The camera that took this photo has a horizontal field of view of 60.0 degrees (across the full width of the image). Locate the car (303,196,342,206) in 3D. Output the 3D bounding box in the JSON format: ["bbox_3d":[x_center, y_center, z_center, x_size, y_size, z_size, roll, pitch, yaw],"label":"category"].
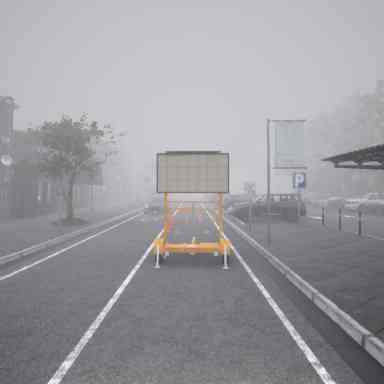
[{"bbox_3d":[18.769,1.281,48.007,4.792,1.488,2.163,0,1,0],"label":"car"}]

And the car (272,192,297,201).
[{"bbox_3d":[18.727,0.888,67.436,4.553,1.767,2.185,0,1,0],"label":"car"}]

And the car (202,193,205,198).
[{"bbox_3d":[5.576,0.696,72.556,5.566,2.045,2.435,0,1,0],"label":"car"}]

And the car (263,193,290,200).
[{"bbox_3d":[18.498,0.940,72.986,5.366,1.575,1.946,0,1,0],"label":"car"}]

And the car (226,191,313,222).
[{"bbox_3d":[5.685,1.142,24.894,5.566,2.045,2.435,0,0,0],"label":"car"}]

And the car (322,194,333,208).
[{"bbox_3d":[18.754,1.317,39.675,5.008,1.535,2.097,0,0,0],"label":"car"}]

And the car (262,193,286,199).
[{"bbox_3d":[18.682,0.908,75.763,4.892,1.521,2.231,0,1,0],"label":"car"}]

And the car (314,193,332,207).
[{"bbox_3d":[18.938,1.296,42.452,5.366,1.575,1.946,0,0,0],"label":"car"}]

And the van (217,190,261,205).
[{"bbox_3d":[5.565,1.096,38.914,4.442,1.987,1.878,0,0,0],"label":"van"}]

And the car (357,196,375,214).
[{"bbox_3d":[18.783,1.362,31.347,5.008,1.535,2.097,0,0,0],"label":"car"}]

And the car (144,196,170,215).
[{"bbox_3d":[-3.278,1.216,31.769,2.097,1.767,4.553,0,0,0],"label":"car"}]

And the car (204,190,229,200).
[{"bbox_3d":[5.570,0.659,75.359,5.566,2.045,2.435,0,1,0],"label":"car"}]

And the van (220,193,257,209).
[{"bbox_3d":[5.791,1.077,41.716,4.442,1.987,1.878,0,0,0],"label":"van"}]

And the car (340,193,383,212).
[{"bbox_3d":[18.743,1.097,34.121,5.566,2.045,2.435,0,0,0],"label":"car"}]

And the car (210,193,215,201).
[{"bbox_3d":[5.662,1.230,50.131,4.892,1.521,2.231,0,1,0],"label":"car"}]

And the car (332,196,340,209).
[{"bbox_3d":[18.760,1.335,36.897,4.892,1.521,2.231,0,0,0],"label":"car"}]

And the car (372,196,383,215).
[{"bbox_3d":[18.790,1.375,28.571,5.008,1.535,2.097,0,0,0],"label":"car"}]

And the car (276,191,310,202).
[{"bbox_3d":[18.737,0.834,61.882,5.566,2.045,2.435,0,1,0],"label":"car"}]

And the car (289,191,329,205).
[{"bbox_3d":[18.756,0.941,53.556,5.566,2.045,2.435,0,1,0],"label":"car"}]

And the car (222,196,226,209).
[{"bbox_3d":[5.522,1.376,27.699,5.366,1.575,1.946,0,0,0],"label":"car"}]

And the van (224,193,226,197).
[{"bbox_3d":[5.811,1.125,33.305,4.442,1.987,1.878,0,0,0],"label":"van"}]

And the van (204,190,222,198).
[{"bbox_3d":[5.456,0.541,86.571,4.442,1.987,1.878,0,1,0],"label":"van"}]

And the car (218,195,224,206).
[{"bbox_3d":[5.682,1.337,36.109,5.008,1.535,2.097,0,0,0],"label":"car"}]

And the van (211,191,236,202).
[{"bbox_3d":[5.747,0.865,61.344,4.442,1.987,1.878,0,1,0],"label":"van"}]

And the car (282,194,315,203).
[{"bbox_3d":[18.901,1.118,59.109,5.366,1.575,1.946,0,1,0],"label":"car"}]

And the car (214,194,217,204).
[{"bbox_3d":[5.698,1.313,44.521,4.792,1.488,2.163,0,0,0],"label":"car"}]

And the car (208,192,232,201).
[{"bbox_3d":[5.648,0.893,66.951,4.553,1.767,2.185,0,1,0],"label":"car"}]

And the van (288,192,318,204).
[{"bbox_3d":[18.838,0.931,56.332,4.442,1.987,1.878,0,1,0],"label":"van"}]

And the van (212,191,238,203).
[{"bbox_3d":[5.753,0.901,58.541,4.442,1.987,1.878,0,1,0],"label":"van"}]

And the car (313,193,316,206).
[{"bbox_3d":[18.717,1.309,45.224,4.792,1.488,2.163,0,1,0],"label":"car"}]

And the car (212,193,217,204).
[{"bbox_3d":[5.659,1.298,47.329,4.674,1.452,2.002,0,1,0],"label":"car"}]

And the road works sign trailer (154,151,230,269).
[{"bbox_3d":[0.037,0.441,11.123,2.380,3.560,2.880,0,0,2],"label":"road works sign trailer"}]

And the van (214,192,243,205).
[{"bbox_3d":[5.766,0.973,52.937,4.442,1.987,1.878,0,1,0],"label":"van"}]

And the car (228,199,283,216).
[{"bbox_3d":[5.703,1.405,30.503,4.674,1.452,2.002,0,0,0],"label":"car"}]

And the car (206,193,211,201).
[{"bbox_3d":[5.615,0.912,55.736,5.566,2.045,2.435,0,1,0],"label":"car"}]
